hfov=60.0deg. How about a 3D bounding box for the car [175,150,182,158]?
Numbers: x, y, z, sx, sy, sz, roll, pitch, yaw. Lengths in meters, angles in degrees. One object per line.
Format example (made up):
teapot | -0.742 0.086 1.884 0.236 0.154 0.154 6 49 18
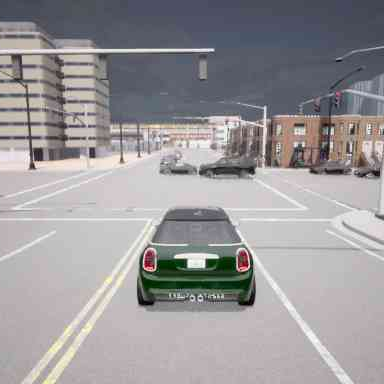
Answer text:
car | -3.427 -7.278 67.515 1.812 1.442 4.674 0 9 1

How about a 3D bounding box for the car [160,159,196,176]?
car | -1.405 -2.510 35.877 4.181 1.385 1.994 0 9 0

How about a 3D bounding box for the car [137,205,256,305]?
car | 0.085 1.073 7.685 2.097 1.767 4.553 0 4 0

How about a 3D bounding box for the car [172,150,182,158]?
car | -3.403 -8.952 77.564 2.097 1.767 4.553 0 9 0

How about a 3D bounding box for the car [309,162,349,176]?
car | 14.879 -2.503 35.806 4.181 1.385 1.994 0 9 0

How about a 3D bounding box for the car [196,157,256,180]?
car | 3.448 -2.328 32.347 5.566 2.045 2.150 0 9 0

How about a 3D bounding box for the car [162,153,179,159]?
car | -3.552 -4.527 48.883 2.128 1.511 4.902 0 9 1

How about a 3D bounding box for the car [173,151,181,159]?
car | -3.507 -5.937 58.220 1.882 1.535 5.008 0 9 0

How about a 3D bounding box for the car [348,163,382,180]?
car | 18.348 -2.041 32.318 4.892 1.490 1.837 0 9 0
